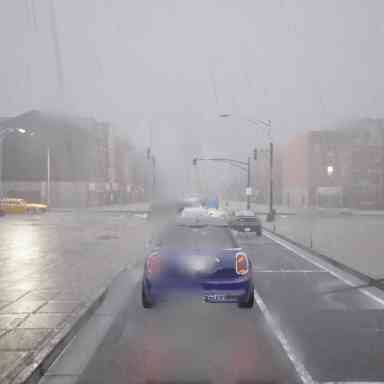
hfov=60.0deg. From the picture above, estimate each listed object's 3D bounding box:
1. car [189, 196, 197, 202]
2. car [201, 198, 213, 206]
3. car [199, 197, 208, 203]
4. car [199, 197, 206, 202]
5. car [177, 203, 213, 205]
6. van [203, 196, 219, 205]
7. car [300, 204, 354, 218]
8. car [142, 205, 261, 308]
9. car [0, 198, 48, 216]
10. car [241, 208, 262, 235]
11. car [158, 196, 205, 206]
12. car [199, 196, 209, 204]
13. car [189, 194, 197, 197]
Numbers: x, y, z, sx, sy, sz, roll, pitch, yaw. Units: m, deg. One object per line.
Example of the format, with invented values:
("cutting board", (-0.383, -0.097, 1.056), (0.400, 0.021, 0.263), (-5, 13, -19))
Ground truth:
("car", (0.167, 1.845, 85.454), (2.033, 1.411, 5.357), (0, -1, 0))
("car", (2.740, 1.793, 60.956), (2.008, 1.369, 4.403), (-1, -1, 0))
("car", (2.780, 1.982, 82.117), (1.887, 1.381, 4.507), (-1, -1, 0))
("car", (2.800, 2.138, 92.696), (1.802, 1.307, 4.206), (-2, -1, 0))
("car", (0.164, 1.546, 17.878), (1.812, 1.442, 4.674), (0, 0, 1))
("van", (2.706, 1.474, 45.087), (1.690, 1.788, 3.998), (-1, 0, 0))
("car", (13.312, 1.826, 33.081), (4.718, 1.301, 1.895), (1, 1, 1))
("car", (0.114, 1.355, 8.058), (2.097, 1.767, 4.553), (0, 0, 0))
("car", (-15.769, 1.355, 30.219), (5.008, 1.535, 1.882), (1, 1, 0))
("car", (2.661, 1.572, 18.128), (2.008, 1.369, 4.403), (-1, 0, 0))
("car", (-1.349, 1.527, 33.639), (2.128, 1.511, 4.902), (2, 1, 42))
("car", (2.767, 1.824, 76.828), (1.967, 1.590, 4.097), (-1, -1, 0))
("car", (0.147, 1.583, 75.065), (2.150, 2.045, 5.566), (0, -1, 0))
